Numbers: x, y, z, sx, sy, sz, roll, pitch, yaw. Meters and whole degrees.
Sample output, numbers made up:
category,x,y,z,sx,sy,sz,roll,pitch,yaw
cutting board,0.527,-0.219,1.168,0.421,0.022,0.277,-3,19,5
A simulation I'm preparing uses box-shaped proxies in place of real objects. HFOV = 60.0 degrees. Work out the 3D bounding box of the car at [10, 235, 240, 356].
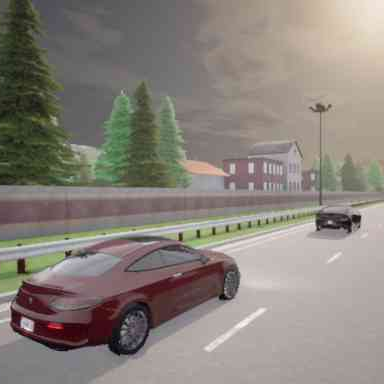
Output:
category,x,y,z,sx,sy,sz,roll,pitch,yaw
car,-0.803,1.542,6.179,1.812,1.442,4.674,0,0,35

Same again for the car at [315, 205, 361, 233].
category,x,y,z,sx,sy,sz,roll,pitch,yaw
car,8.966,1.530,20.197,1.882,1.535,5.008,0,0,35
